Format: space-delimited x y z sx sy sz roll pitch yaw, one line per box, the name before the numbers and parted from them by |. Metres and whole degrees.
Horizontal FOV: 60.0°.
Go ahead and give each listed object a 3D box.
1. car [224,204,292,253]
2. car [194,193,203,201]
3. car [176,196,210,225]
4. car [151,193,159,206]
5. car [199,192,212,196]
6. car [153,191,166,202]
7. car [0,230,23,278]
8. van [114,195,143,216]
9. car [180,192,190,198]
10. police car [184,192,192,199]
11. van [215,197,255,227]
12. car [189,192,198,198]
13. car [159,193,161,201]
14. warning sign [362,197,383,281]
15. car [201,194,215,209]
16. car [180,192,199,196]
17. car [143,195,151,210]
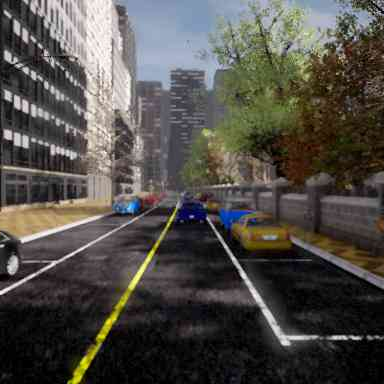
car | 2.513 1.425 13.108 1.752 1.417 4.829 0 0 0
car | 1.306 0.979 68.557 1.752 1.417 4.829 0 0 -2
car | -0.048 1.306 22.308 1.882 1.535 5.008 0 0 -1
car | -6.036 1.184 45.987 1.887 1.381 4.507 0 0 -1
car | 1.986 0.953 46.206 2.192 1.841 5.009 0 0 -1
car | -6.517 0.818 62.622 2.192 1.841 5.009 0 0 -2
car | -5.333 1.495 7.167 2.008 1.369 4.403 0 0 0
van | -5.702 1.114 29.347 1.690 1.788 3.998 0 0 -1
car | -1.919 0.771 92.627 1.812 1.442 4.674 0 1 -15
police car | -1.011 0.755 82.970 1.930 1.638 5.238 0 0 -3
van | 2.465 1.200 18.481 1.690 1.788 3.998 0 0 -1
car | 0.389 0.815 90.560 2.008 1.369 4.403 0 1 -3
car | -6.182 1.176 51.535 1.802 1.307 4.206 0 0 -2
warning sign | 4.926 1.056 7.819 1.300 1.860 1.060 0 1 0
car | 2.222 1.252 35.283 1.752 1.417 4.829 0 0 -1
car | -0.509 1.133 45.843 2.128 1.511 4.902 0 1 -1
car | -5.797 1.274 34.894 1.887 1.381 4.507 0 0 -1
